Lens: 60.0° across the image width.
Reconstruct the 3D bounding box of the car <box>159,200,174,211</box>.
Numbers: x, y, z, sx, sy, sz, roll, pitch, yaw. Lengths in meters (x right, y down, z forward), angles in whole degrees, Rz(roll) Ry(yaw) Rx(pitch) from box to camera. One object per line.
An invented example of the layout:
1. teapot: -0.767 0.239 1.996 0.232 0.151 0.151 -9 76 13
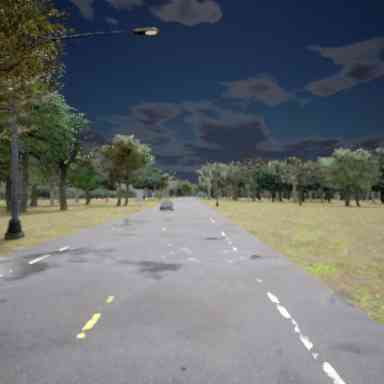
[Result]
1. car: -3.590 1.917 47.688 1.837 1.490 4.892 0 0 0
